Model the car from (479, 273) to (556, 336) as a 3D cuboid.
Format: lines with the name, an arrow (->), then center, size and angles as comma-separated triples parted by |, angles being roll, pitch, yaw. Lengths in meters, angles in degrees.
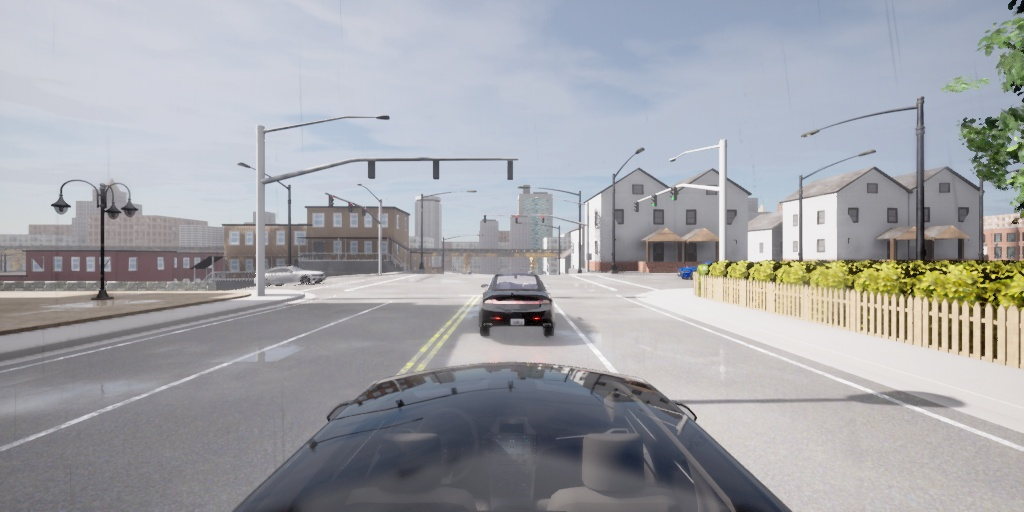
car -> 0.114, 1.242, 10.332 | 2.128, 1.511, 4.902 | 0, 0, 0

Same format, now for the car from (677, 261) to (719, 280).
car -> 16.655, 1.228, 30.377 | 5.008, 1.535, 1.882 | 0, 0, -1

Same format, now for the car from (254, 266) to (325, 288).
car -> -16.217, 1.468, 26.238 | 4.674, 1.442, 1.812 | -4, 0, 0
